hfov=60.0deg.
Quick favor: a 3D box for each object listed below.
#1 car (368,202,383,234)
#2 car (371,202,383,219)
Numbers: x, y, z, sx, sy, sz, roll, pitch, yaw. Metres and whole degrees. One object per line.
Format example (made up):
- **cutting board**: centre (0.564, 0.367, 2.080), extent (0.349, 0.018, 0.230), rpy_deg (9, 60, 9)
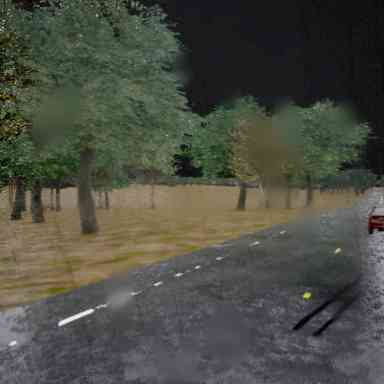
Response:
- **car**: centre (11.193, 1.540, 19.001), extent (1.882, 1.535, 5.008), rpy_deg (-1, 0, 30)
- **car**: centre (19.091, 1.742, 33.118), extent (2.128, 1.511, 4.902), rpy_deg (-1, -1, 30)
